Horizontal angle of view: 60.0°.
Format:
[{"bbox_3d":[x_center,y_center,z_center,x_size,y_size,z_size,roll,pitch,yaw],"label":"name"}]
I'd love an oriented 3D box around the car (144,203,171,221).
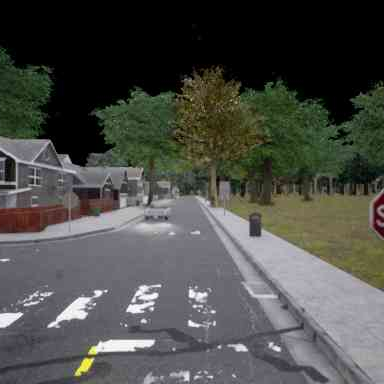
[{"bbox_3d":[-2.778,1.611,27.634,1.895,1.301,4.718,0,0,0],"label":"car"}]
